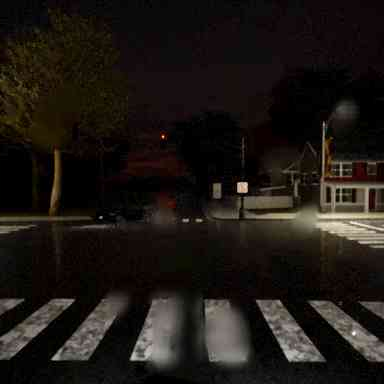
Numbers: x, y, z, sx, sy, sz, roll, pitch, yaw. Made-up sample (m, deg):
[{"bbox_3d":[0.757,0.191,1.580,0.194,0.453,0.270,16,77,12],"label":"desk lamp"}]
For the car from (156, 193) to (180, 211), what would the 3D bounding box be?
[{"bbox_3d":[-2.953,1.170,39.499,2.150,2.045,5.566,0,0,0],"label":"car"}]

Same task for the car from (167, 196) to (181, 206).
[{"bbox_3d":[-2.896,1.411,54.403,2.128,1.511,4.902,0,0,1],"label":"car"}]

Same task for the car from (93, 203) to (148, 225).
[{"bbox_3d":[-4.939,1.499,23.438,1.994,1.385,4.181,0,0,30],"label":"car"}]
